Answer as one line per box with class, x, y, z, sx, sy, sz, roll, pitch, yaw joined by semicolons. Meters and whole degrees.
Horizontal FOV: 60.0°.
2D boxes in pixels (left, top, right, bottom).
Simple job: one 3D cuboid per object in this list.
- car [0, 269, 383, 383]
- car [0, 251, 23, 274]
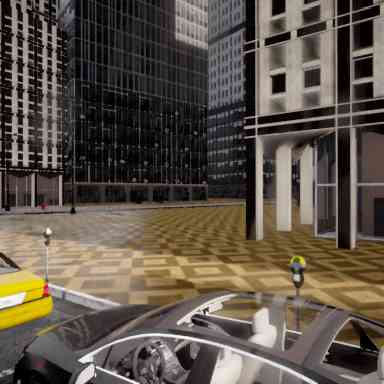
car;0.256;1.551;2.694;4.403;1.369;2.008;0;0;36
car;-4.498;1.525;6.087;4.829;1.417;1.752;0;0;36
